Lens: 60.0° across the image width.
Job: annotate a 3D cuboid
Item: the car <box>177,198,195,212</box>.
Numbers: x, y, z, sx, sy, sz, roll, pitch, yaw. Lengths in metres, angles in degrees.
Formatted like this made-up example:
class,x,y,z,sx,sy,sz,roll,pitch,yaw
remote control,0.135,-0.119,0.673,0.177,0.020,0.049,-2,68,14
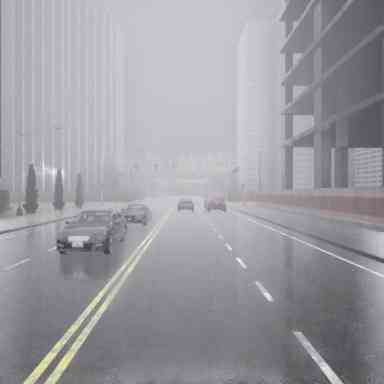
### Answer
class,x,y,z,sx,sy,sz,roll,pitch,yaw
car,-0.722,1.491,39.257,2.128,1.511,4.902,0,0,-1

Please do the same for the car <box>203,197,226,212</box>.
class,x,y,z,sx,sy,sz,roll,pitch,yaw
car,2.780,1.352,39.141,2.097,1.767,4.553,0,0,-1

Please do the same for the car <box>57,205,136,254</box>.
class,x,y,z,sx,sy,sz,roll,pitch,yaw
car,-3.847,1.492,13.499,2.128,1.511,4.902,0,0,-1

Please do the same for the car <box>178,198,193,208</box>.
class,x,y,z,sx,sy,sz,roll,pitch,yaw
car,-0.949,1.564,48.488,1.994,1.385,4.181,0,0,-1

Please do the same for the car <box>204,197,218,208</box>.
class,x,y,z,sx,sy,sz,roll,pitch,yaw
car,2.734,1.505,48.345,1.837,1.490,4.892,0,0,2

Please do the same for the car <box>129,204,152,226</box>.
class,x,y,z,sx,sy,sz,roll,pitch,yaw
car,-3.968,1.564,23.283,1.994,1.385,4.181,0,0,1
